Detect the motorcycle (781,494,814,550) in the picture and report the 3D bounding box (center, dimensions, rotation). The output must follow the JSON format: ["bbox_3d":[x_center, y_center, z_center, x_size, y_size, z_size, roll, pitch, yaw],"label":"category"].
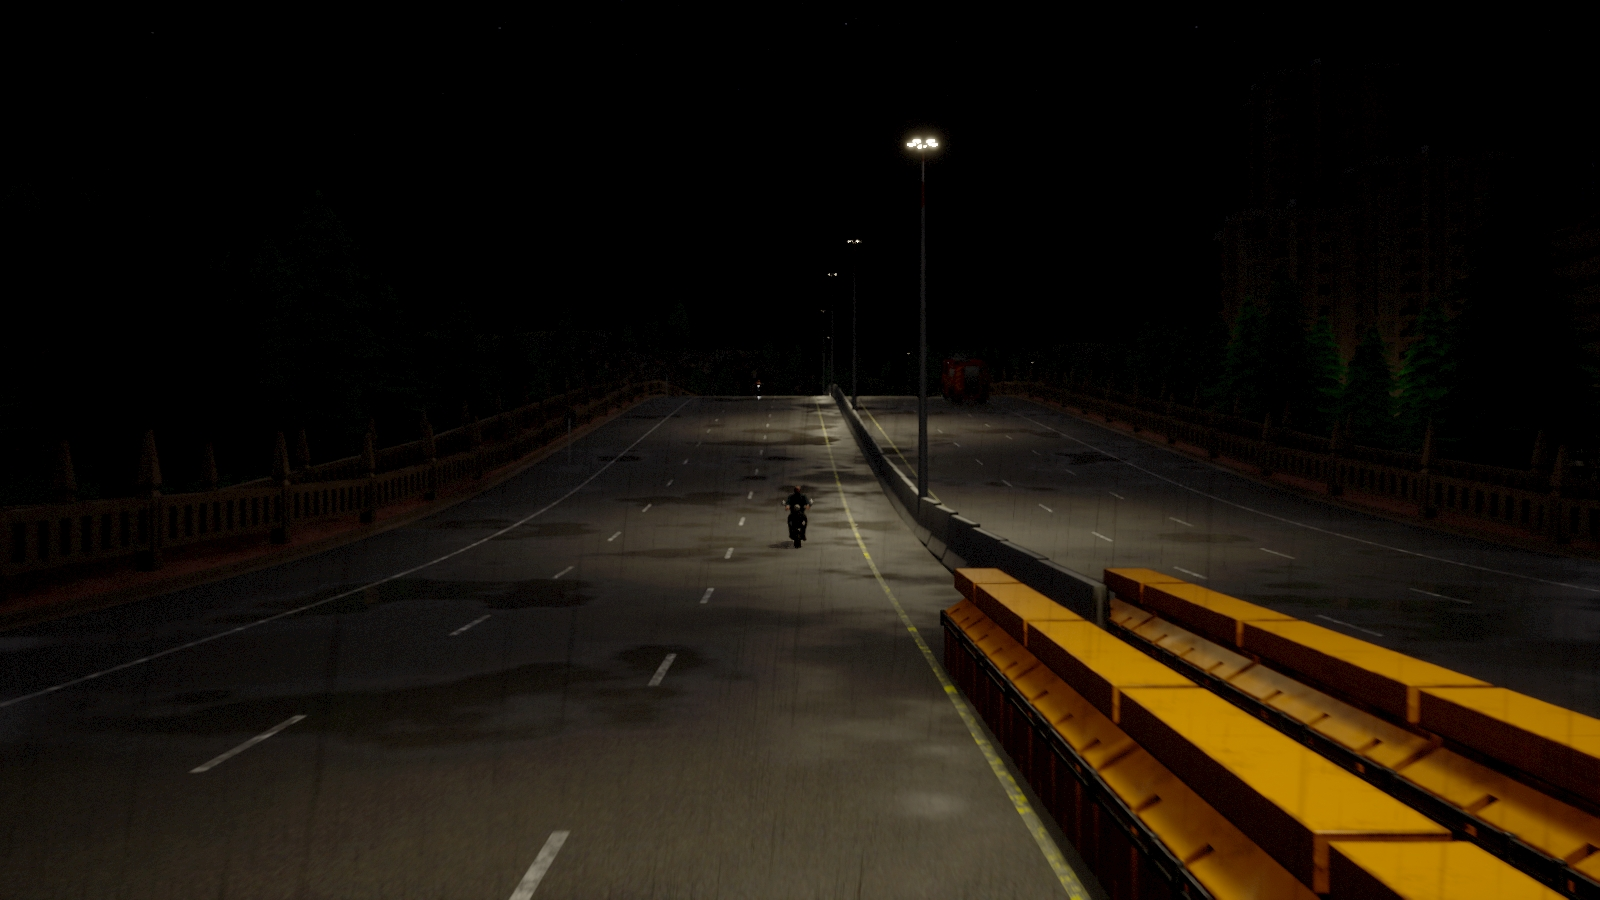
[{"bbox_3d":[-0.073,1.919,30.769,0.856,1.316,1.805,0,2,0],"label":"motorcycle"}]
